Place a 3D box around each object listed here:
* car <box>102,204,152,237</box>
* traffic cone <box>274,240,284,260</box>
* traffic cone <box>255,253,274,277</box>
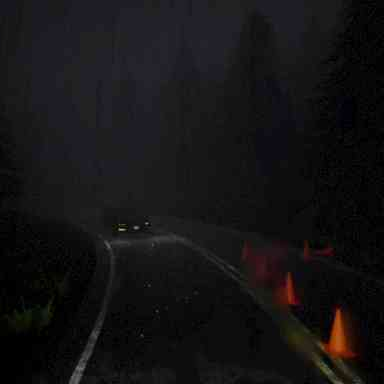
[{"bbox_3d":[-3.599,1.422,17.740,1.837,1.490,4.892,-1,1,-25],"label":"car"},{"bbox_3d":[2.737,1.854,10.711,0.340,0.580,0.340,0,1,-2],"label":"traffic cone"},{"bbox_3d":[1.844,1.888,8.675,0.340,0.580,0.340,0,0,-3],"label":"traffic cone"}]
